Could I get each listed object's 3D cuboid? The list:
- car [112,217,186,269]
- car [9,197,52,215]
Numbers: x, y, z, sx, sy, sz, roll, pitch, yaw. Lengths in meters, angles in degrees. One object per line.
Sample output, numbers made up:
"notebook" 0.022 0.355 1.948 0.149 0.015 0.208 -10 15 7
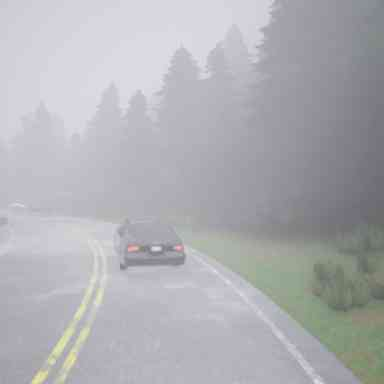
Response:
"car" -1.619 1.546 11.223 2.033 1.411 5.357 1 0 -16
"car" -14.251 1.181 29.200 4.902 1.511 2.128 2 -3 37
